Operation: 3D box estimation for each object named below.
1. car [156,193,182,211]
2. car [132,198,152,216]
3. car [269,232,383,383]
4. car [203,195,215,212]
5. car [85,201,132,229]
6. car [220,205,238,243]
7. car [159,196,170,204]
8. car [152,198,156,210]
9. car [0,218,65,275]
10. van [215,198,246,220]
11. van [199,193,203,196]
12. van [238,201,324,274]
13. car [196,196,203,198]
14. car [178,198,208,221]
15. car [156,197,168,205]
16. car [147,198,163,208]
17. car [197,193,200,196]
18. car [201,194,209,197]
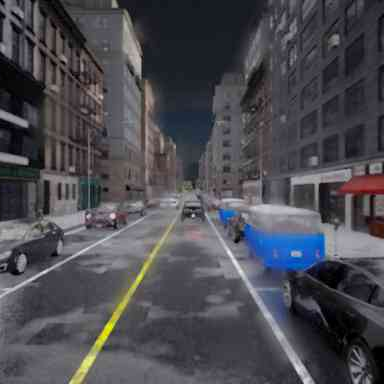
[{"bbox_3d":[-2.817,1.223,41.976,2.150,2.045,5.566,0,0,0],"label":"car"},{"bbox_3d":[-5.381,1.550,32.327,2.008,1.369,4.403,0,0,0],"label":"car"},{"bbox_3d":[2.638,1.564,4.772,1.947,1.339,4.313,0,0,0],"label":"car"},{"bbox_3d":[2.645,1.441,37.837,1.967,1.590,4.097,0,0,0],"label":"car"},{"bbox_3d":[-5.383,1.436,21.306,1.967,1.590,4.097,0,0,0],"label":"car"},{"bbox_3d":[2.641,1.546,15.793,2.008,1.369,4.403,0,0,0],"label":"car"},{"bbox_3d":[-5.373,1.573,65.393,1.947,1.339,4.313,0,0,0],"label":"car"},{"bbox_3d":[-5.378,1.547,43.349,1.887,1.381,4.507,0,0,0],"label":"car"},{"bbox_3d":[-5.385,1.546,10.284,2.008,1.369,4.403,0,0,0],"label":"car"},{"bbox_3d":[2.642,1.337,21.304,1.690,1.788,3.998,0,0,0],"label":"van"},{"bbox_3d":[2.650,1.348,59.880,1.690,1.788,3.998,0,0,0],"label":"van"},{"bbox_3d":[2.640,1.337,10.282,1.690,1.788,3.998,0,0,0],"label":"van"},{"bbox_3d":[0.106,1.603,43.295,1.895,1.301,4.718,0,0,0],"label":"car"},{"bbox_3d":[0.100,1.501,27.040,1.837,1.490,4.892,0,0,0],"label":"car"},{"bbox_3d":[-5.375,1.551,59.883,1.887,1.381,4.507,0,0,0],"label":"car"},{"bbox_3d":[-5.377,1.586,48.860,1.802,1.307,4.206,0,0,0],"label":"car"},{"bbox_3d":[2.652,1.322,65.392,2.192,1.841,5.009,0,0,0],"label":"car"},{"bbox_3d":[2.648,1.444,48.859,1.967,1.590,4.097,0,0,0],"label":"car"}]
